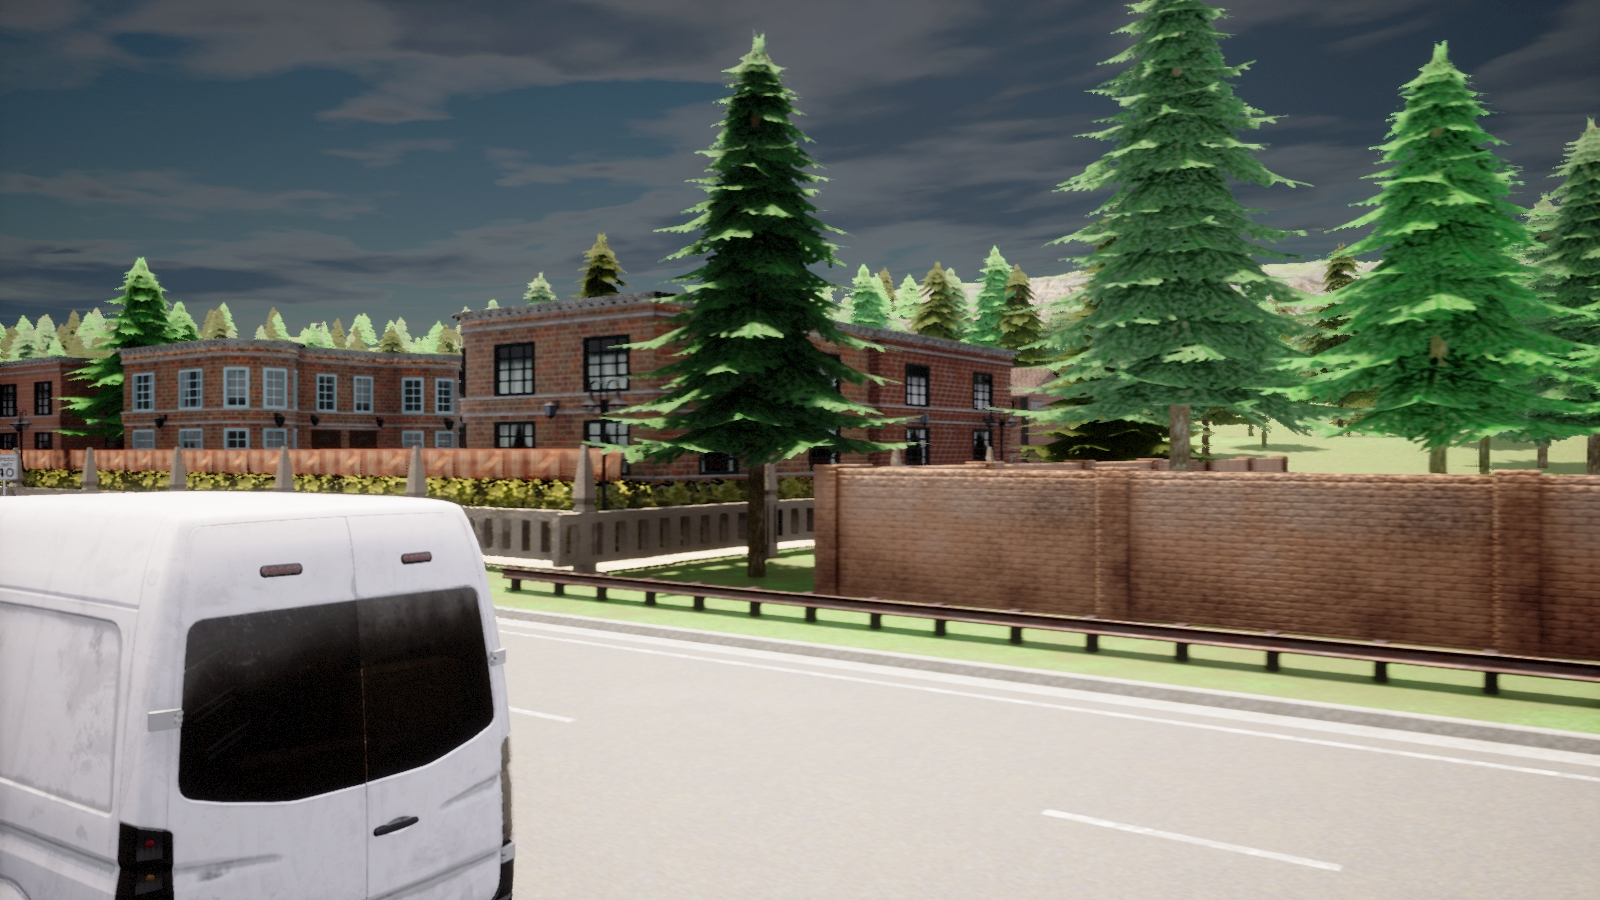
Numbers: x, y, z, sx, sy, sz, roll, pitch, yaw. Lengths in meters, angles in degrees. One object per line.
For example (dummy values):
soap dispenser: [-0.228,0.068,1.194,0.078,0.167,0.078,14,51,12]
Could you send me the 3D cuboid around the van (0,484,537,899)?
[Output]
van: [-4.369,1.539,6.838,5.915,2.561,1.988,0,0,35]
